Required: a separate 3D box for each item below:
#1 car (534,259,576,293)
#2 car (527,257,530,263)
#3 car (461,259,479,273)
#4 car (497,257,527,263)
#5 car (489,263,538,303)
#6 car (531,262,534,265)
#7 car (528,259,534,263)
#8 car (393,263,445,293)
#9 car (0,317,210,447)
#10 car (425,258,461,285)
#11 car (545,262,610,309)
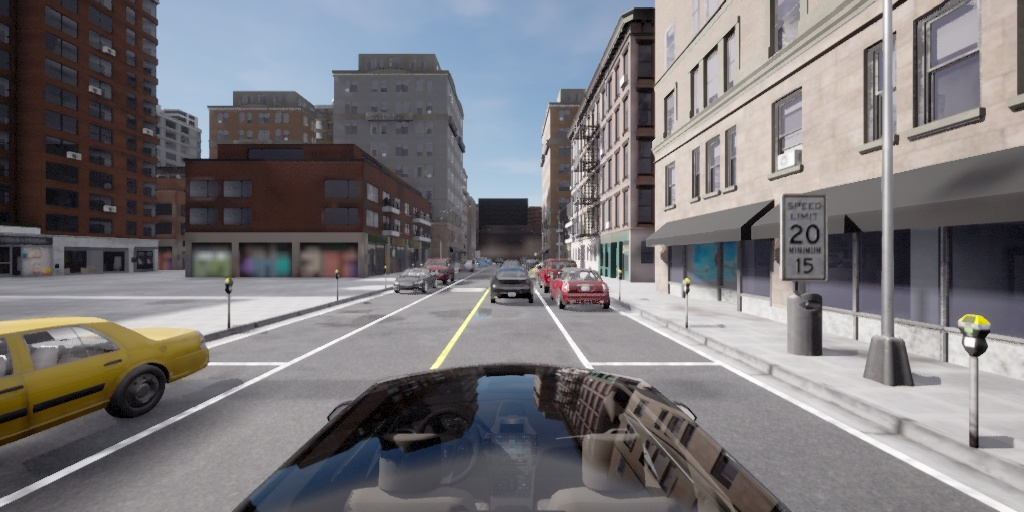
[{"bbox_3d":[2.638,1.064,20.431,2.192,1.841,5.009,0,0,0],"label":"car"},{"bbox_3d":[3.021,1.255,49.776,1.837,1.490,4.892,0,0,0],"label":"car"},{"bbox_3d":[-5.387,1.333,43.080,1.802,1.307,4.207,0,0,0],"label":"car"},{"bbox_3d":[0.000,1.117,31.470,2.097,1.767,4.553,0,0,0],"label":"car"},{"bbox_3d":[0.000,1.266,16.500,1.837,1.490,4.892,0,0,0],"label":"car"},{"bbox_3d":[2.638,1.315,26.094,1.948,1.339,4.313,0,0,0],"label":"car"},{"bbox_3d":[2.638,1.275,31.925,1.751,1.417,4.829,0,0,0],"label":"car"},{"bbox_3d":[-5.387,1.300,20.432,2.007,1.370,4.403,0,0,0],"label":"car"},{"bbox_3d":[-5.388,1.274,3.276,1.751,1.417,4.829,0,0,0],"label":"car"},{"bbox_3d":[-5.388,1.064,26.094,2.192,1.841,5.009,0,0,0],"label":"car"},{"bbox_3d":[2.638,1.189,14.769,1.967,1.591,4.097,0,0,0],"label":"car"}]
